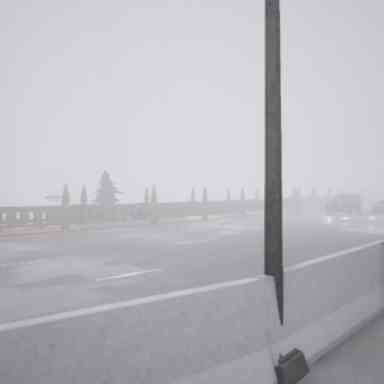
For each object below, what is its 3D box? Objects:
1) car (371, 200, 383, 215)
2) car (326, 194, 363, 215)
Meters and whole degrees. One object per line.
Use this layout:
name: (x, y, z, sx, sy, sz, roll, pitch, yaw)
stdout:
car: (19.215, 1.510, 32.909, 1.837, 1.490, 4.892, 0, -1, 43)
car: (15.840, 1.239, 34.423, 2.150, 2.045, 5.566, 0, 0, 43)
